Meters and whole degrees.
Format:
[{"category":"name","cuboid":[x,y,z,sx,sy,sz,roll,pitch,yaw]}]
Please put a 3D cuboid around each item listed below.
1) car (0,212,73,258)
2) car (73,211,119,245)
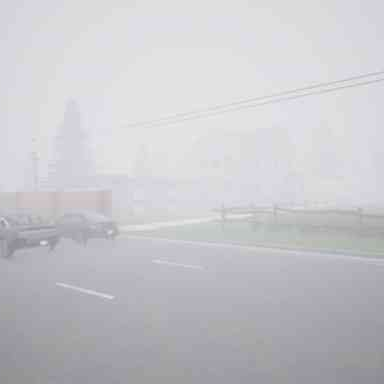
[{"category":"car","cuboid":[-7.306,1.642,13.410,4.902,1.511,2.128,-1,0,36]},{"category":"car","cuboid":[-5.587,1.678,16.488,4.674,1.442,1.812,0,0,36]}]
